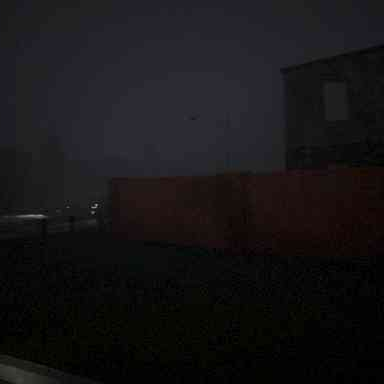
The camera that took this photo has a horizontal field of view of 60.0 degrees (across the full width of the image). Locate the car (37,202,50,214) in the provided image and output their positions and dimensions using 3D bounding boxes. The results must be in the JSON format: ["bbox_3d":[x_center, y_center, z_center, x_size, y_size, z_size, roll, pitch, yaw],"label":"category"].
[{"bbox_3d":[-12.188,1.282,31.141,1.994,1.385,4.181,-1,1,36],"label":"car"}]

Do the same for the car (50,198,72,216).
[{"bbox_3d":[-9.472,1.220,28.926,1.812,1.442,4.674,-1,1,37],"label":"car"}]

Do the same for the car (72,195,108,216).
[{"bbox_3d":[-6.764,1.024,26.700,2.097,1.767,4.553,-1,1,37],"label":"car"}]
